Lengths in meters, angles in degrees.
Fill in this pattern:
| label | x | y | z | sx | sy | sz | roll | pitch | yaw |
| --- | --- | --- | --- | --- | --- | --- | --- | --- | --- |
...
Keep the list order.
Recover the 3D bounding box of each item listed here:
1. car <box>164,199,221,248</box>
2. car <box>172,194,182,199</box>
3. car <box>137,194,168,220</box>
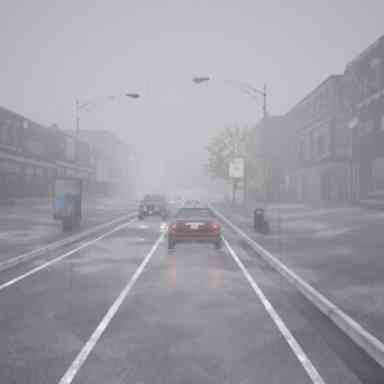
| label | x | y | z | sx | sy | sz | roll | pitch | yaw |
| --- | --- | --- | --- | --- | --- | --- | --- | --- | --- |
| car | 0.100 | 1.350 | 14.813 | 2.097 | 1.767 | 4.553 | 0 | 0 | 0 |
| car | -2.999 | 1.117 | 68.172 | 1.837 | 1.490 | 4.892 | 0 | 1 | 0 |
| car | -3.098 | 1.189 | 27.720 | 2.150 | 2.045 | 5.566 | 0 | 0 | 0 |
